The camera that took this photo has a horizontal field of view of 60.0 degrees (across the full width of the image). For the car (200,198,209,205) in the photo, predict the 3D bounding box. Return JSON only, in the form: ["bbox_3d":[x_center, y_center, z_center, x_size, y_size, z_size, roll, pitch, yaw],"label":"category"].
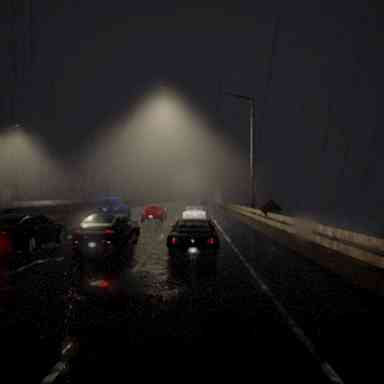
[{"bbox_3d":[3.032,2.198,79.028,2.097,1.767,4.553,0,-1,3],"label":"car"}]

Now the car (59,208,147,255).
[{"bbox_3d":[-3.441,1.630,13.953,2.128,1.511,4.902,0,0,1],"label":"car"}]

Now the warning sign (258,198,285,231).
[{"bbox_3d":[4.642,1.308,19.529,1.300,1.860,1.060,-1,-2,1],"label":"warning sign"}]

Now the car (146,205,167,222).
[{"bbox_3d":[-3.255,1.817,28.951,1.812,1.442,4.674,0,0,1],"label":"car"}]

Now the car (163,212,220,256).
[{"bbox_3d":[0.054,1.735,13.739,1.895,1.301,4.718,0,-1,1],"label":"car"}]

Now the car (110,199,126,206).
[{"bbox_3d":[-16.007,2.299,72.180,2.128,1.511,4.902,0,-1,2],"label":"car"}]

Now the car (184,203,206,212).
[{"bbox_3d":[0.236,1.888,28.632,1.895,1.301,4.718,0,-1,1],"label":"car"}]

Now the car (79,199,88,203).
[{"bbox_3d":[-23.000,2.282,72.500,1.837,1.490,4.892,0,-1,2],"label":"car"}]

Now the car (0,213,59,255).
[{"bbox_3d":[-6.940,1.646,13.989,1.837,1.490,4.892,0,0,1],"label":"car"}]

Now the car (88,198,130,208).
[{"bbox_3d":[-6.765,1.505,28.658,2.150,2.045,5.566,0,0,1],"label":"car"}]

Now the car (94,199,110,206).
[{"bbox_3d":[-19.504,2.278,72.341,1.837,1.490,4.892,0,-1,2],"label":"car"}]
